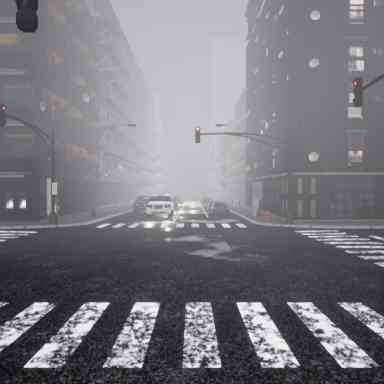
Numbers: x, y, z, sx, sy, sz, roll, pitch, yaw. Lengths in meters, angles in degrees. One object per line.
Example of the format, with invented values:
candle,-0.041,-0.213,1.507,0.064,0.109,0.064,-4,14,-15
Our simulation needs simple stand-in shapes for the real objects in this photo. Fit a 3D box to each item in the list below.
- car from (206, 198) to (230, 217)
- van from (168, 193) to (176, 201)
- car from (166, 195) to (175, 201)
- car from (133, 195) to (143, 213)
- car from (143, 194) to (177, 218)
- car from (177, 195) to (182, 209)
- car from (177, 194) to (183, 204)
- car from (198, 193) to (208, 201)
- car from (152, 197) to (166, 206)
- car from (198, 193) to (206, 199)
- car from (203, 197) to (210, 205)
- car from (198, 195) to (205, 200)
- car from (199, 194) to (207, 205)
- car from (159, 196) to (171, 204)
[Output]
car,2.602,1.572,31.396,1.802,1.307,4.206,-1,0,0
van,-5.198,1.302,86.841,1.690,1.788,3.998,-1,0,0
car,-5.204,1.490,81.134,1.752,1.417,4.829,-1,0,0
car,-5.273,1.303,37.006,2.192,1.841,5.009,-1,0,0
car,-2.810,1.212,30.395,2.150,2.045,5.566,0,0,0
car,-2.783,1.477,42.774,2.128,1.511,4.902,0,0,0
car,-2.702,1.329,60.264,2.097,1.767,4.553,0,0,1
car,2.673,1.280,81.249,2.192,1.841,5.009,-1,0,0
car,-5.245,1.563,53.618,1.802,1.307,4.206,-1,0,0
car,2.669,1.551,75.709,1.802,1.307,4.206,-1,0,0
car,2.610,1.539,36.935,2.008,1.369,4.403,-1,0,0
car,2.693,1.539,92.327,1.802,1.307,4.206,-1,0,0
car,2.643,1.523,59.092,1.887,1.381,4.507,-1,0,0
car,-5.228,1.557,64.692,1.802,1.307,4.206,-1,0,0
